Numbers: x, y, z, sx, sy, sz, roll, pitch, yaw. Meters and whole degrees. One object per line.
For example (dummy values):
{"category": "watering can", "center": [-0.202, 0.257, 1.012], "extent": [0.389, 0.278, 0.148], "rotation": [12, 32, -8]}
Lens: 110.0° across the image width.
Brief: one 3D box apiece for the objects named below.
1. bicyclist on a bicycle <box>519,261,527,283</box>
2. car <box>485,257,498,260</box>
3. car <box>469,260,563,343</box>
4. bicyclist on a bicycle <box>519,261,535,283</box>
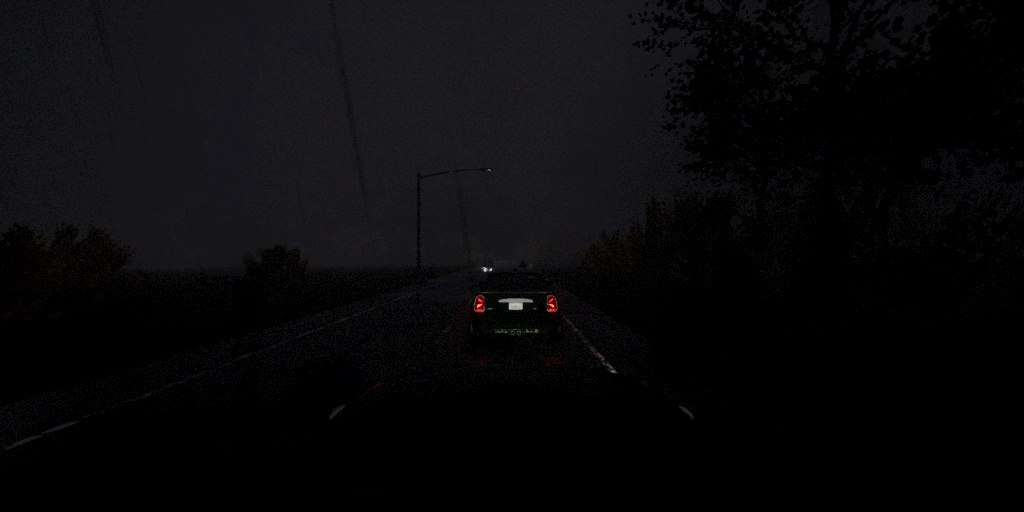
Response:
{"category": "bicyclist on a bicycle", "center": [0.842, 1.193, 27.290], "extent": [0.582, 1.620, 1.656], "rotation": [0, 0, 0]}
{"category": "car", "center": [-4.082, 1.225, 63.002], "extent": [2.128, 1.511, 4.902], "rotation": [0, 0, 0]}
{"category": "car", "center": [0.073, 1.099, 9.829], "extent": [2.097, 1.767, 4.553], "rotation": [0, 0, 0]}
{"category": "bicyclist on a bicycle", "center": [0.904, 1.181, 17.173], "extent": [0.866, 1.612, 1.509], "rotation": [0, 0, 0]}
